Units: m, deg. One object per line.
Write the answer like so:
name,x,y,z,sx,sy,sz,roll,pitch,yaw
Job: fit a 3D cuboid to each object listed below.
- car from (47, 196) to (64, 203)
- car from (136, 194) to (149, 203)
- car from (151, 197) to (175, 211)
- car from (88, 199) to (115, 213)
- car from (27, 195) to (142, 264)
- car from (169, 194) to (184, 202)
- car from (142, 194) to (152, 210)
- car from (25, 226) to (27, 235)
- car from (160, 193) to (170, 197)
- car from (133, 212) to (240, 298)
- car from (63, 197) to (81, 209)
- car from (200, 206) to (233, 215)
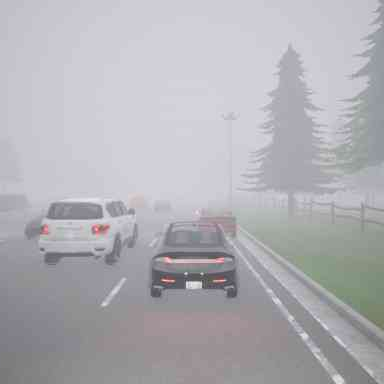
car,-28.815,1.524,70.259,2.128,1.511,4.902,0,0,-38
car,-10.421,1.352,70.466,2.097,1.767,4.553,0,0,0
car,-3.395,1.600,39.844,1.895,1.301,4.718,0,0,0
car,-10.394,1.564,38.566,1.994,1.385,4.181,0,0,0
car,-3.398,1.221,11.921,2.150,2.045,5.566,0,0,0
car,-3.487,1.540,77.050,2.033,1.411,5.357,0,0,0
car,-6.893,1.352,43.760,2.097,1.767,4.553,0,0,0
car,-6.897,1.564,17.426,1.994,1.385,4.181,0,0,0
car,-6.986,1.225,92.274,2.150,2.045,5.566,0,0,0
car,0.054,1.491,8.510,2.128,1.511,4.902,0,0,0
car,-16.453,1.477,45.748,1.882,1.535,5.008,0,0,-15
car,1.227,1.478,17.852,1.882,1.535,5.008,0,0,0
